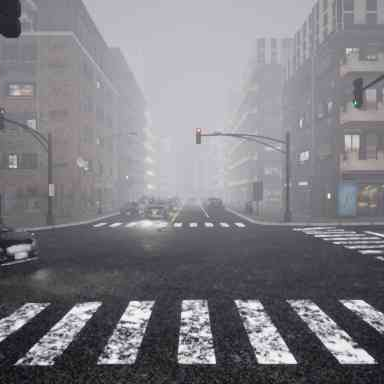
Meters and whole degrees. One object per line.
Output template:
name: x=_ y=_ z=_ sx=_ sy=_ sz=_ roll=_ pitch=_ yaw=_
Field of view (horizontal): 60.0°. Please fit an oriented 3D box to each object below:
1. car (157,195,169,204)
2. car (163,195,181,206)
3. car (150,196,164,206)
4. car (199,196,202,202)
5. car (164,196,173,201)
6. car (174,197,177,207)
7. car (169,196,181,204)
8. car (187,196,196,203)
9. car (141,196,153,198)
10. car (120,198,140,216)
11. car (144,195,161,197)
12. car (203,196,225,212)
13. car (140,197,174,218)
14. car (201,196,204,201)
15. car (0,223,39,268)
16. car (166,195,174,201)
car: x=-5.788 y=1.465 z=66.308 sx=1.967 sy=1.590 sz=4.097 roll=0 pitch=0 yaw=0
car: x=-3.162 y=1.578 z=49.924 sx=1.994 sy=1.385 sz=4.181 roll=0 pitch=0 yaw=0
car: x=-5.771 y=1.457 z=54.943 sx=1.967 sy=1.590 sz=4.097 roll=0 pitch=0 yaw=0
car: x=2.609 y=1.599 z=54.957 sx=1.802 sy=1.307 sz=4.206 roll=0 pitch=0 yaw=0
car: x=-5.814 y=1.589 z=83.354 sx=2.008 sy=1.369 sz=4.403 roll=0 pitch=0 yaw=0
car: x=-3.158 y=1.610 z=39.946 sx=1.895 sy=1.301 sz=4.718 roll=0 pitch=0 yaw=0
car: x=-3.114 y=1.499 z=62.565 sx=1.882 sy=1.535 sz=5.008 roll=0 pitch=0 yaw=0
car: x=-0.061 y=1.539 z=70.634 sx=2.128 sy=1.511 sz=4.902 roll=0 pitch=0 yaw=0
car: x=-5.746 y=1.534 z=37.725 sx=1.752 sy=1.417 sz=4.829 roll=0 pitch=0 yaw=0
car: x=-5.737 y=1.572 z=32.212 sx=1.947 sy=1.339 sz=4.313 roll=0 pitch=0 yaw=0
car: x=-5.755 y=1.326 z=43.578 sx=2.192 sy=1.841 sz=5.009 roll=0 pitch=0 yaw=0
car: x=2.634 y=1.448 z=37.910 sx=1.967 sy=1.590 sz=4.097 roll=0 pitch=0 yaw=0
car: x=-3.136 y=1.497 z=30.647 sx=2.128 sy=1.511 sz=4.902 roll=0 pitch=0 yaw=1
car: x=2.626 y=1.451 z=43.592 sx=1.967 sy=1.590 sz=4.097 roll=0 pitch=0 yaw=0
car: x=-7.053 y=1.601 z=10.628 sx=4.902 sy=1.511 sz=2.128 roll=-1 pitch=-1 yaw=27
car: x=-5.823 y=1.595 z=89.037 sx=2.008 sy=1.369 sz=4.403 roll=0 pitch=0 yaw=0
